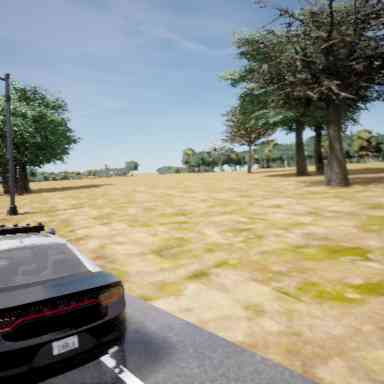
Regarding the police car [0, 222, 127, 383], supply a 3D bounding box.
[{"bbox_3d":[-2.978,1.348,5.350,1.930,1.638,5.238,-3,2,-41],"label":"police car"}]
